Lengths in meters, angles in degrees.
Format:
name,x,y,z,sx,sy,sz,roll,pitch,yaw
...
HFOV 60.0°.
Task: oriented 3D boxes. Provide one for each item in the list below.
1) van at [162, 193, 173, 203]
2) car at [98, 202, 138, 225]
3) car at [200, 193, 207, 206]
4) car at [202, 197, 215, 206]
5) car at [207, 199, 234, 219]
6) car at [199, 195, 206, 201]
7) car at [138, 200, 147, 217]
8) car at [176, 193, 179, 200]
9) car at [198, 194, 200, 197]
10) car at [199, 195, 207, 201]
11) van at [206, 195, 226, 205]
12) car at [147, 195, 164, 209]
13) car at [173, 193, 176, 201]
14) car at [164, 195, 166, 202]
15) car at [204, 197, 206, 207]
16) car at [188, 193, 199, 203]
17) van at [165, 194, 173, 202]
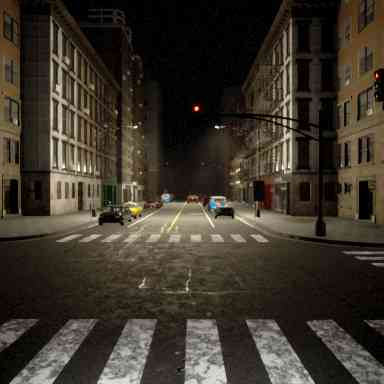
name,x,y,z,sx,sy,sz,roll,pitch,yaw
van,-5.336,1.337,66.807,1.690,1.788,3.998,0,0,0
car,-5.357,1.549,23.557,2.008,1.369,4.403,0,0,0
car,2.716,1.311,50.578,2.192,1.841,5.009,0,0,0
car,2.725,1.562,55.984,1.947,1.339,4.313,0,0,0
car,2.680,1.548,28.953,2.008,1.369,4.403,0,0,0
car,2.779,1.560,88.422,1.947,1.339,4.313,0,0,0
car,-5.355,1.523,28.794,1.752,1.417,4.829,0,0,0
car,-5.325,1.545,88.432,2.008,1.369,4.403,0,0,0
car,2.743,1.521,66.966,1.752,1.417,4.829,0,0,0
car,2.770,1.539,83.016,1.887,1.381,4.507,0,0,0
van,2.689,1.338,34.359,1.690,1.788,3.998,0,0,0
car,-5.347,1.436,45.182,1.967,1.590,4.097,0,0,0
car,-5.333,1.310,72.213,2.192,1.841,5.009,0,0,0
car,-5.344,1.521,50.418,1.752,1.417,4.829,0,0,0
car,2.698,1.578,39.766,1.802,1.307,4.206,0,0,0
car,0.192,1.348,67.595,2.097,1.767,4.553,0,0,0
van,-5.331,1.336,77.620,1.690,1.788,3.998,0,0,0
